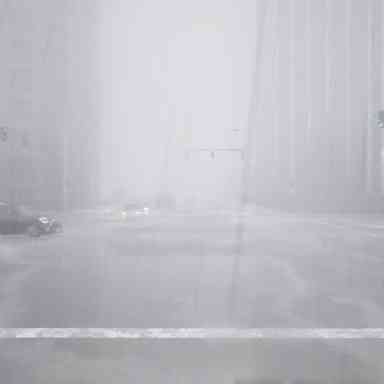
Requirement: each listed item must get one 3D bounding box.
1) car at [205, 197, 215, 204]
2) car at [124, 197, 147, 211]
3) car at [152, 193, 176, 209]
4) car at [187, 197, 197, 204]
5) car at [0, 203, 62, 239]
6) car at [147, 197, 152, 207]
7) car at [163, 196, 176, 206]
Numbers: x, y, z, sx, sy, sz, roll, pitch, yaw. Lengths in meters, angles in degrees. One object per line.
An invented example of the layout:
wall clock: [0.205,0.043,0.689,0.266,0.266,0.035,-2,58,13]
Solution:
car: [3.433,1.601,65.003,1.895,1.301,4.718,0,0,0]
car: [-7.141,1.477,41.252,1.882,1.535,5.008,0,0,0]
car: [-3.644,1.221,44.346,2.150,2.045,5.566,0,0,0]
car: [-0.067,1.601,65.539,1.895,1.301,4.718,0,0,0]
car: [-9.036,1.351,16.834,4.553,1.767,2.097,0,0,-1]
car: [-7.139,1.491,50.739,2.128,1.511,4.902,0,0,0]
car: [-3.636,1.477,54.342,1.882,1.535,5.008,0,0,0]
